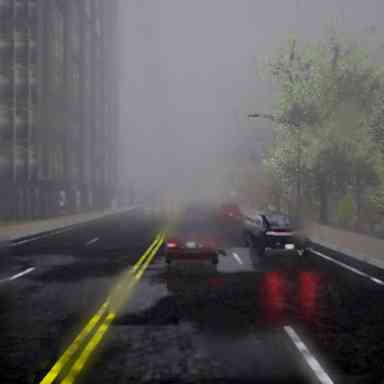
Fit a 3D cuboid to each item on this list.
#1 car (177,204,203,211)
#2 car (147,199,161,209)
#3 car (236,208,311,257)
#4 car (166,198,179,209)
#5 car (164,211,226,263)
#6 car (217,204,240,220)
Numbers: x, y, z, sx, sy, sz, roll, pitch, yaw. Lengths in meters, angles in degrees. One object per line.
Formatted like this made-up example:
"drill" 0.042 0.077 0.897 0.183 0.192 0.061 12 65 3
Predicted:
"car" 0.017 1.845 28.512 1.994 1.385 4.181 0 0 0
"car" -6.537 2.073 57.530 1.837 1.490 4.892 0 -1 1
"car" 3.269 1.626 13.507 2.128 1.511 4.902 0 0 0
"car" -3.288 1.918 57.599 2.097 1.767 4.553 0 0 1
"car" 0.010 1.672 12.524 2.033 1.411 5.357 0 -1 0
"car" 3.271 1.765 29.243 1.882 1.535 5.008 0 0 0
